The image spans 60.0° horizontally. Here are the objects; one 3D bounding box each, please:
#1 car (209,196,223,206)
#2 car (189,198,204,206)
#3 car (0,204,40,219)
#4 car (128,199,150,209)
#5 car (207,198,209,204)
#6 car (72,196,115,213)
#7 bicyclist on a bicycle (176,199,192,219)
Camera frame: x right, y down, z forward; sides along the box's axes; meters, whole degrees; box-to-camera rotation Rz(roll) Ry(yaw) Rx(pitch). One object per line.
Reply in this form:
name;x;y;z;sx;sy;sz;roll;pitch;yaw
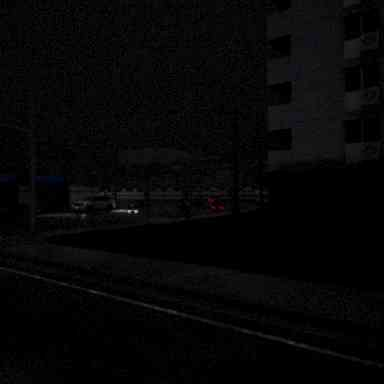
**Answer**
car;4.405;1.739;58.131;1.812;1.442;4.674;0;0;4
car;1.090;1.789;60.323;2.033;1.411;5.357;0;0;2
car;-17.409;1.834;32.141;1.895;1.301;4.718;-1;0;35
car;-7.868;1.741;49.665;2.128;1.511;4.902;0;0;15
car;4.422;1.601;66.989;2.097;1.767;4.553;0;0;-8
car;-11.822;1.456;40.392;2.150;2.045;5.566;0;0;29
bicyclist on a bicycle;-0.697;1.415;26.965;1.656;1.620;0.582;-1;-1;36
